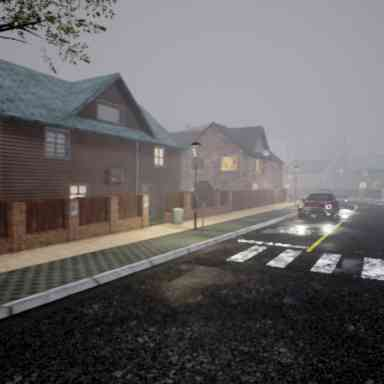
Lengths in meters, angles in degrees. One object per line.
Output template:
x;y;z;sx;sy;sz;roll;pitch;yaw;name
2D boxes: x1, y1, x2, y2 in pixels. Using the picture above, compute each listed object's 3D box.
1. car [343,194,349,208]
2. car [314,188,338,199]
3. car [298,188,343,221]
14.741;0.850;33.515;1.895;1.301;4.718;1;1;25;car
19.249;0.144;48.119;1.882;1.535;5.008;1;1;6;car
8.519;0.836;22.182;2.097;1.767;4.553;1;2;29;car
